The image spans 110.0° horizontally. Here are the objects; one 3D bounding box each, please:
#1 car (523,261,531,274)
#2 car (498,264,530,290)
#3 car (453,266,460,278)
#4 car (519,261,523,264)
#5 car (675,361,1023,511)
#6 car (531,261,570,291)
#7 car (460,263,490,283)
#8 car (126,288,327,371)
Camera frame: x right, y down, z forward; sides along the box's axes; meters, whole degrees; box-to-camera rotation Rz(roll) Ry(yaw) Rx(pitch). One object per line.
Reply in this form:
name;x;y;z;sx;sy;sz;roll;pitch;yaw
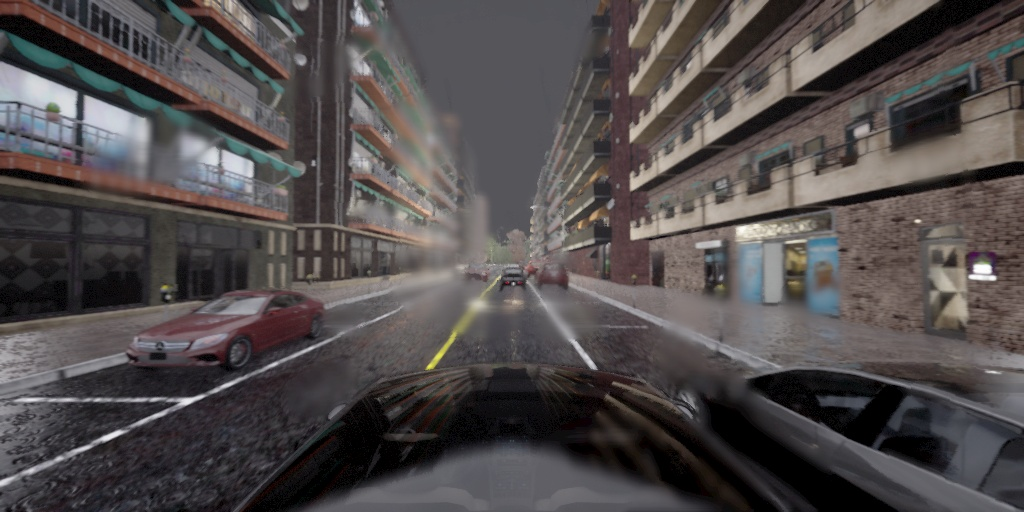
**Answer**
car;2.687;1.517;41.220;2.192;1.841;5.009;0;0;0
car;0.095;1.525;25.267;1.837;1.490;4.892;0;0;0
car;-5.694;1.753;41.253;2.007;1.370;4.403;0;0;0
car;0.087;1.701;41.692;2.128;1.511;4.902;0;0;0
car;2.691;1.322;2.248;1.948;1.339;4.313;0;0;0
car;2.689;1.325;24.518;2.192;1.841;5.009;0;0;0
car;-3.091;1.450;32.177;2.097;1.767;4.553;0;-1;0
car;-5.690;1.402;7.848;1.802;1.307;4.207;0;0;0
